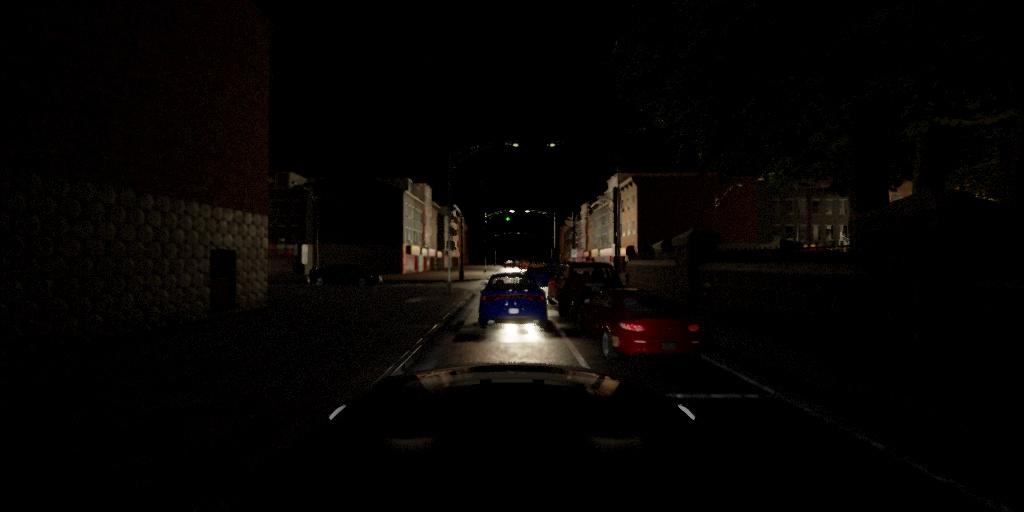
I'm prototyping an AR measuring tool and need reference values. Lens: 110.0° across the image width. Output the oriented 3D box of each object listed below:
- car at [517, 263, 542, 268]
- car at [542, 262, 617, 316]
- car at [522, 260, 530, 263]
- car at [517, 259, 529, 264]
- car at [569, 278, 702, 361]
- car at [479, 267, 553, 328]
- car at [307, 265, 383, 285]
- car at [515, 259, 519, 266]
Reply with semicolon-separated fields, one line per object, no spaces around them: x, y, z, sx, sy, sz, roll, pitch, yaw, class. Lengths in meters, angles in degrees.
2.901;1.339;23.320;5.008;1.535;1.882;0;-2;-44;car
2.548;1.122;13.494;2.192;1.841;5.009;0;0;0;car
2.317;1.512;39.921;1.888;1.381;4.507;0;0;0;car
2.174;1.627;56.232;1.888;1.381;4.507;0;0;0;car
2.595;1.361;8.045;1.802;1.307;4.207;0;0;0;car
-0.011;1.277;11.691;1.882;1.535;5.008;0;0;-1;car
-11.518;1.351;24.948;4.892;1.490;1.837;0;-1;-1;car
2.127;1.437;61.668;2.192;1.841;5.009;0;0;0;car
